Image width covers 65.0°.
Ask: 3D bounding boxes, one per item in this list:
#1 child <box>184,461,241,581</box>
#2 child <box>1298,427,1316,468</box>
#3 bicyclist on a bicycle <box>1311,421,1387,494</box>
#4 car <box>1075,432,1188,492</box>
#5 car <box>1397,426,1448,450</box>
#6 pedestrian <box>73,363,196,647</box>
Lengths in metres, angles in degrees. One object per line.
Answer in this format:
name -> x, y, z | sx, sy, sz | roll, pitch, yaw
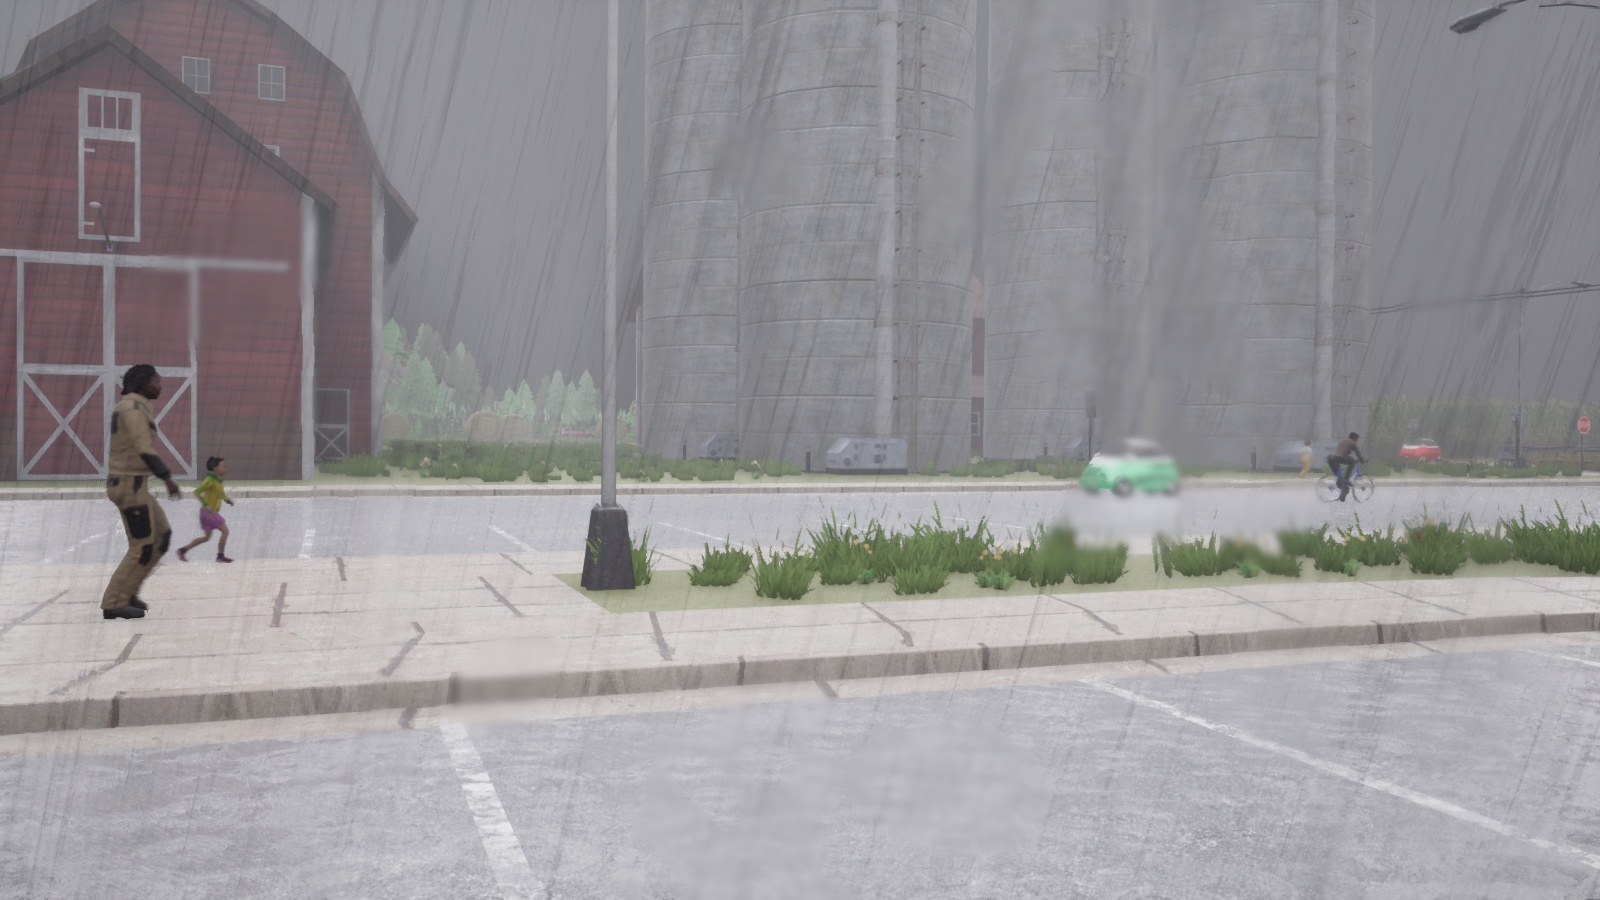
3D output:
child -> -5.827, 0.693, 12.473 | 0.473, 1.160, 0.299 | -1, 1, -21
child -> 15.684, -0.068, 38.868 | 0.437, 1.263, 0.270 | -1, 1, -15
bicyclist on a bicycle -> 12.470, 0.152, 28.504 | 1.656, 1.620, 0.582 | -1, 1, -21
car -> 8.048, 0.269, 30.531 | 2.207, 1.376, 1.481 | -1, 1, -21
car -> 35.742, -0.707, 72.095 | 2.207, 1.376, 1.481 | 0, 1, -20
pedestrian -> -4.705, 0.370, 8.883 | 0.692, 1.930, 0.396 | -1, 1, -36
